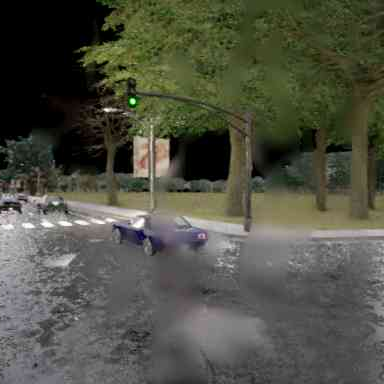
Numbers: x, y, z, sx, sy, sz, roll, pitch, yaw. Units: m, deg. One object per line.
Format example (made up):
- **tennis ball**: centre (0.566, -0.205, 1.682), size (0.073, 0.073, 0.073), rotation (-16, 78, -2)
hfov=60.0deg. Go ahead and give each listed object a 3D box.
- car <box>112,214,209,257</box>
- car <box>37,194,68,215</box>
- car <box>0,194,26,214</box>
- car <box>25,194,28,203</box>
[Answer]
- **car**: centre (-1.413, 1.466, 12.428), size (1.895, 1.301, 4.718), rotation (-1, 1, -32)
- **car**: centre (-12.987, 1.060, 30.783), size (2.097, 1.767, 4.553), rotation (-1, 1, -32)
- **car**: centre (-17.231, 1.224, 31.423), size (1.837, 1.490, 4.892), rotation (-1, 1, -32)
- **car**: centre (-27.965, 1.027, 54.334), size (1.837, 1.490, 4.892), rotation (-1, 1, -32)
